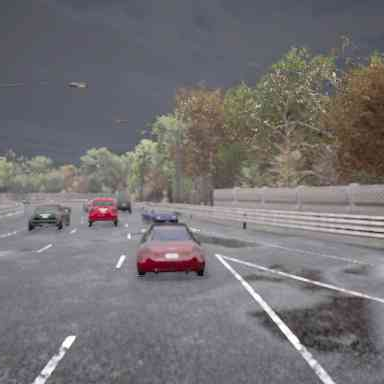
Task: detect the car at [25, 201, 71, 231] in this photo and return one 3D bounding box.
[{"bbox_3d":[-9.981,1.663,23.550,2.097,1.767,4.553,0,-1,-13],"label":"car"}]

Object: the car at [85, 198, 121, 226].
[{"bbox_3d":[-7.191,1.574,26.986,2.150,2.045,5.566,0,-1,-15],"label":"car"}]

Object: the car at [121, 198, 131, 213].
[{"bbox_3d":[-9.661,1.801,44.543,2.150,2.045,5.566,0,-1,-23],"label":"car"}]

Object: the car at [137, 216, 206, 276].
[{"bbox_3d":[-0.744,1.706,10.925,1.994,1.385,4.181,0,-1,-6],"label":"car"}]

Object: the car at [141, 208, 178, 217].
[{"bbox_3d":[-2.725,1.942,26.497,1.895,1.301,4.718,0,-1,-22],"label":"car"}]

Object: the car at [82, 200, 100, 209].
[{"bbox_3d":[-18.467,2.297,60.631,1.837,1.490,4.892,1,0,-33],"label":"car"}]

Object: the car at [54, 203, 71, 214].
[{"bbox_3d":[-17.682,2.196,45.301,1.895,1.301,4.718,0,-1,-26],"label":"car"}]

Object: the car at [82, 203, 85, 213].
[{"bbox_3d":[-13.656,2.188,44.958,1.895,1.301,4.718,0,-1,-25],"label":"car"}]
